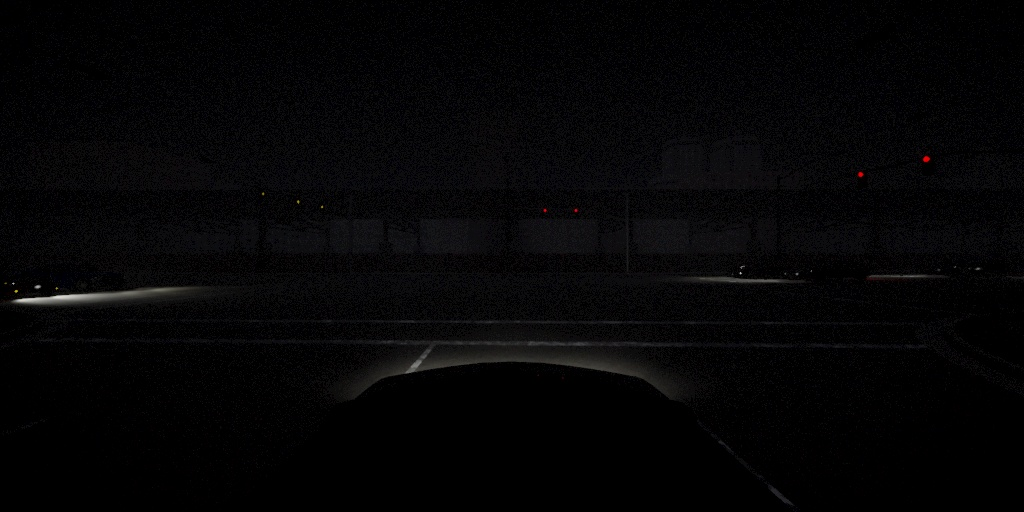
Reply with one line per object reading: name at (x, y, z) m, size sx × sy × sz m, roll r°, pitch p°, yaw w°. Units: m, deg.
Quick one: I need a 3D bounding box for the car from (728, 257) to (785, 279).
car at (20.794, 0.932, 30.106) m, size 4.553 × 1.767 × 2.097 m, roll -1°, pitch 0°, yaw 2°

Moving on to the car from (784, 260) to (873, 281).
car at (23.612, 1.043, 26.530) m, size 4.902 × 1.511 × 2.128 m, roll -1°, pitch 0°, yaw 2°

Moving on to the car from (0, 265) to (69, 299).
car at (-24.557, 1.291, 17.113) m, size 4.181 × 1.385 × 1.994 m, roll 0°, pitch 0°, yaw 2°

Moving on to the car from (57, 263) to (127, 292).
car at (-25.197, 1.198, 20.633) m, size 5.008 × 1.535 × 1.882 m, roll 0°, pitch 0°, yaw 2°

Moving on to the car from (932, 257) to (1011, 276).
car at (37.852, 0.849, 29.650) m, size 4.902 × 1.511 × 2.128 m, roll -1°, pitch 0°, yaw 2°
